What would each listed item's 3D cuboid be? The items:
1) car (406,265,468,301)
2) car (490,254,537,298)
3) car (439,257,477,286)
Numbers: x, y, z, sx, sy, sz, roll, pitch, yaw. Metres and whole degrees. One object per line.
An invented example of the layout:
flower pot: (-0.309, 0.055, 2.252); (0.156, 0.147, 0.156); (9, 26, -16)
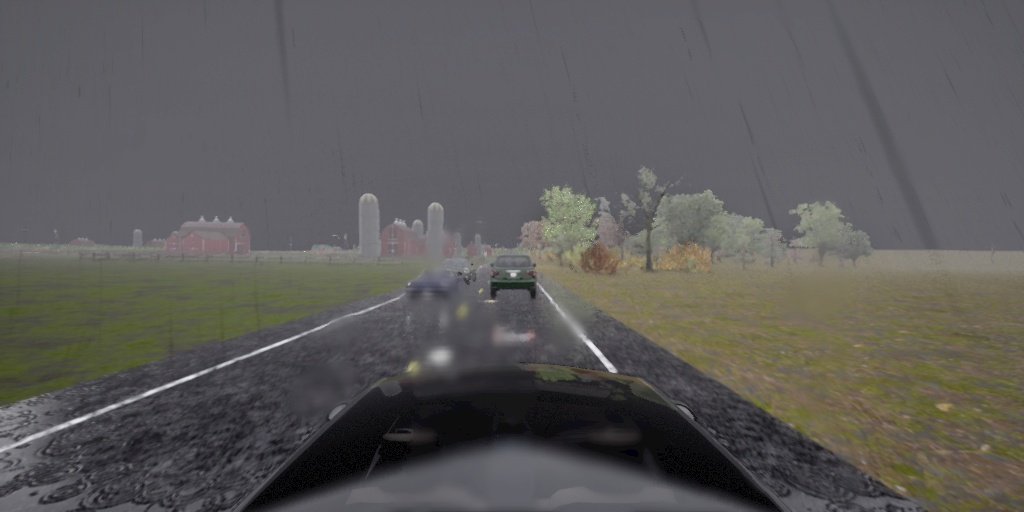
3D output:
car: (-3.515, 1.297, 17.158); (1.895, 1.301, 4.718); (0, 0, 1)
car: (0.069, 0.912, 18.270); (2.150, 2.045, 5.566); (0, 0, 0)
car: (-3.483, 0.837, 23.065); (2.097, 1.767, 4.553); (0, 0, 0)
